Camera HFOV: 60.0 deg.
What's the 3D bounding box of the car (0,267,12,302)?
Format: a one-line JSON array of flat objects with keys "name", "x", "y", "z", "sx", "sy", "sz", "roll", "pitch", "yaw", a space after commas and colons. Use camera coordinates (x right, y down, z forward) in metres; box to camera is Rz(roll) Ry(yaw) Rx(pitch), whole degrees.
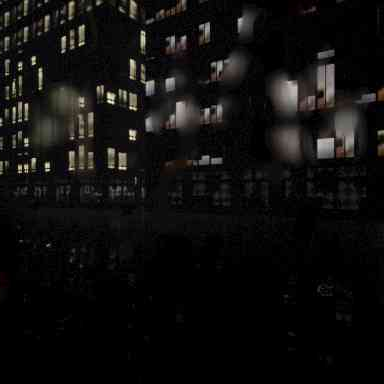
[{"name": "car", "x": -5.559, "y": 1.526, "z": 6.817, "sx": 4.829, "sy": 1.417, "sz": 1.752, "roll": 0, "pitch": 0, "yaw": 35}]
